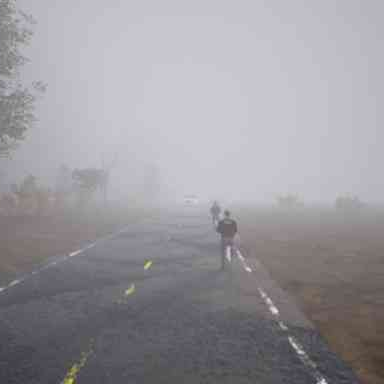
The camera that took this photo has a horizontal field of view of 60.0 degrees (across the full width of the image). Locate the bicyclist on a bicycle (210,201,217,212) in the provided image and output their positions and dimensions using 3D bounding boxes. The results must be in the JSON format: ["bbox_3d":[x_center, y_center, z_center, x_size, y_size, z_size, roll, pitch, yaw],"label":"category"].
[{"bbox_3d":[1.314,1.384,18.626,0.659,1.776,1.843,0,0,3],"label":"bicyclist on a bicycle"}]

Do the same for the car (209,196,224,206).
[{"bbox_3d":[3.790,1.614,54.550,1.994,1.385,4.181,0,0,7],"label":"car"}]

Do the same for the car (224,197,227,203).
[{"bbox_3d":[6.522,1.625,73.269,1.994,1.385,4.181,0,0,10],"label":"car"}]

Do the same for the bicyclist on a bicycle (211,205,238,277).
[{"bbox_3d":[0.986,1.377,9.422,0.659,1.776,1.843,0,0,1],"label":"bicyclist on a bicycle"}]

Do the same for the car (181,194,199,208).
[{"bbox_3d":[-0.235,1.261,48.148,2.150,2.045,5.566,0,0,7],"label":"car"}]
